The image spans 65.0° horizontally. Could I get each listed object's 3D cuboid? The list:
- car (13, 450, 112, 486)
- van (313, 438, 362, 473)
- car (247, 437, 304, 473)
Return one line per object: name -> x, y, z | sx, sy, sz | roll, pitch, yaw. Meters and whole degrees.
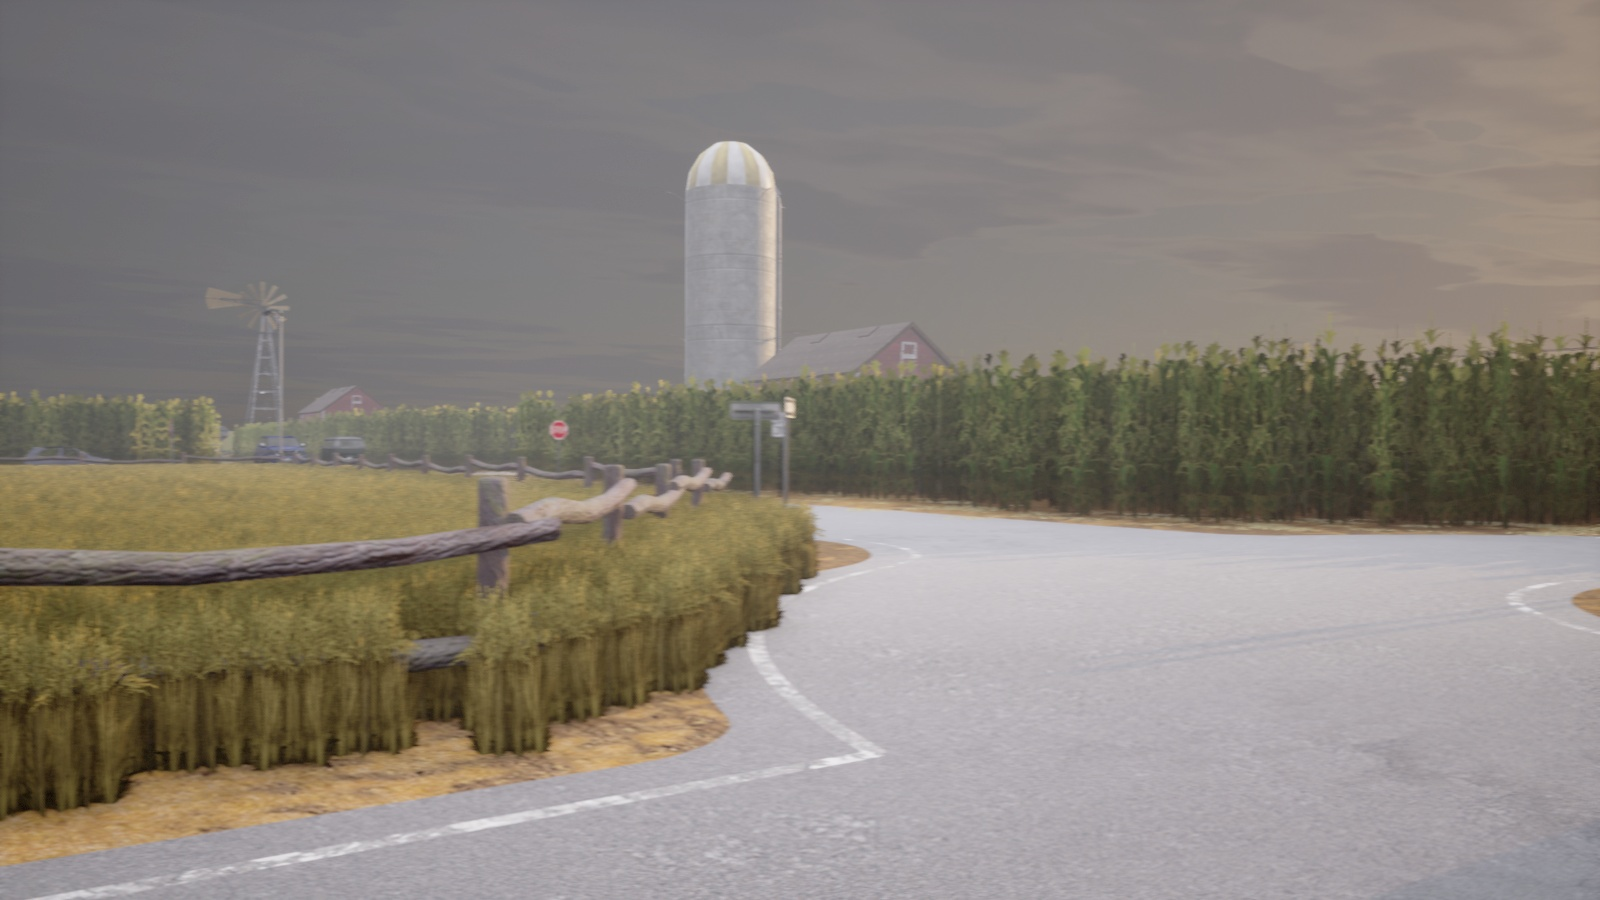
car -> -32.250, 0.749, 54.940 | 3.633, 1.501, 1.845 | -1, 0, -33
van -> -27.029, 0.312, 73.322 | 1.775, 1.987, 4.442 | 0, 0, -32
car -> -30.583, 0.282, 73.129 | 2.150, 2.045, 5.566 | 0, 0, -33
